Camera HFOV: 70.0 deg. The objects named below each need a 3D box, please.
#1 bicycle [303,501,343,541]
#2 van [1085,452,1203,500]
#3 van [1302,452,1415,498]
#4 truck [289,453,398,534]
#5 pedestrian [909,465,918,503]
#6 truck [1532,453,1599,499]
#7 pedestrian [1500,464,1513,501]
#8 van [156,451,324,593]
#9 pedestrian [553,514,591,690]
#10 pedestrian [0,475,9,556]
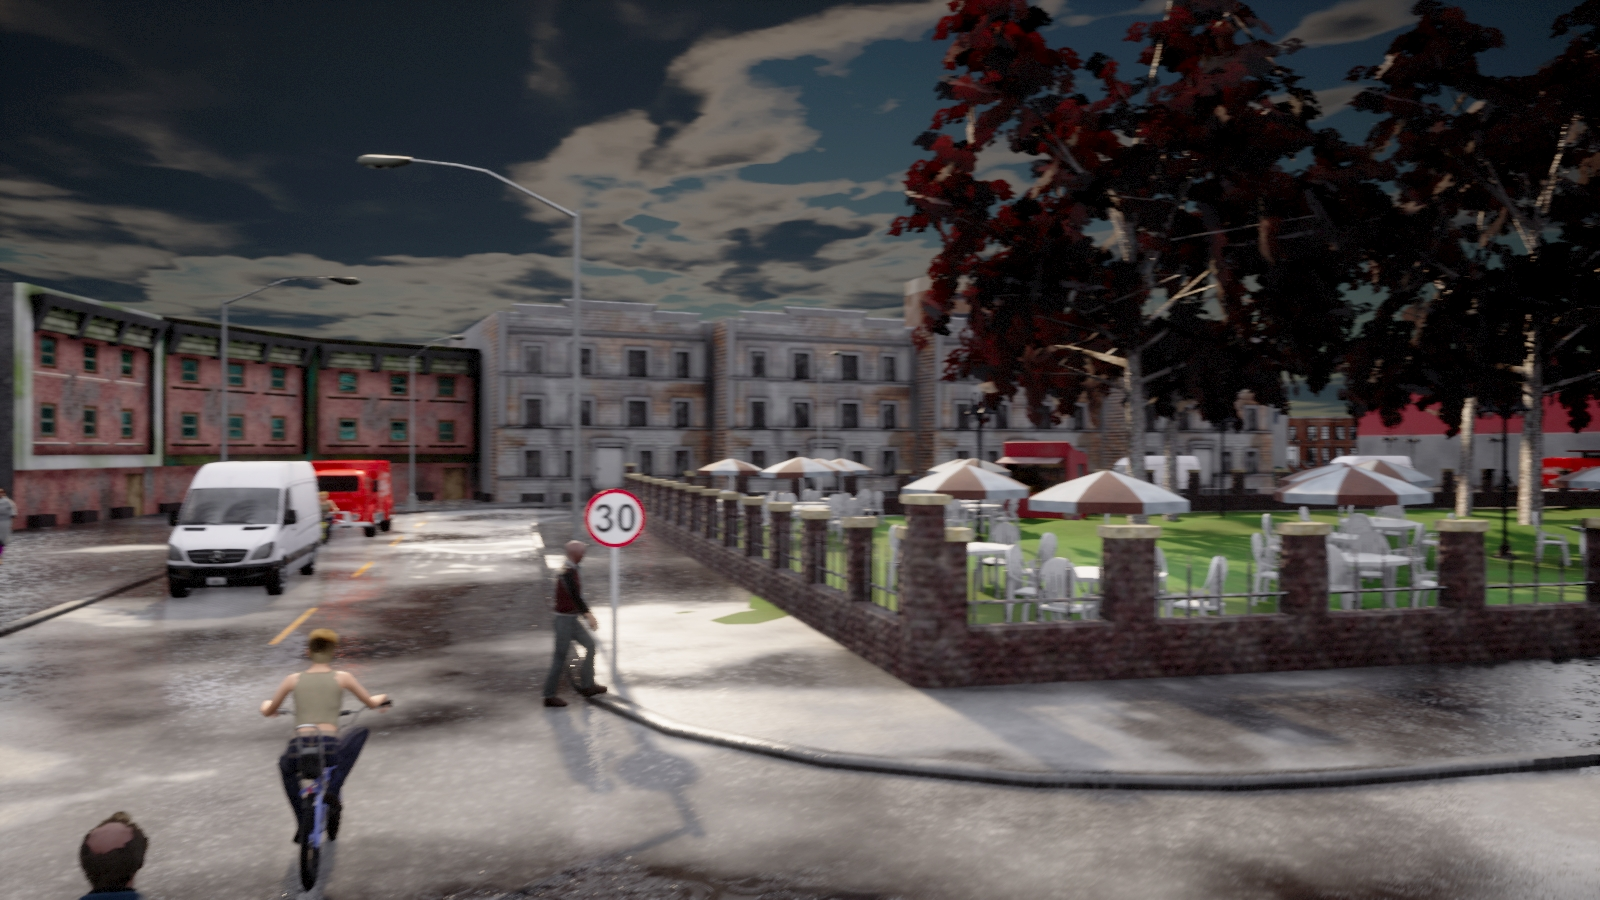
[{"bbox_3d":[-13.771,2.040,33.033,0.859,1.080,1.487,0,0,-14],"label":"bicycle"},{"bbox_3d":[18.597,1.381,61.834,5.915,2.561,1.988,0,0,-14],"label":"van"},{"bbox_3d":[31.865,1.400,65.217,5.915,2.561,1.988,0,0,-14],"label":"van"},{"bbox_3d":[-15.070,1.353,38.068,2.627,2.467,5.204,0,0,-13],"label":"truck"},{"bbox_3d":[5.608,1.674,56.295,0.375,1.860,0.375,0,0,-6],"label":"pedestrian"},{"bbox_3d":[44.453,1.446,64.278,5.204,2.467,2.627,0,0,-14],"label":"truck"},{"bbox_3d":[35.223,1.610,56.983,0.375,1.860,0.375,0,0,-14],"label":"pedestrian"},{"bbox_3d":[-11.472,1.315,23.866,1.988,2.561,5.915,0,0,-14],"label":"van"},{"bbox_3d":[-2.471,1.634,12.410,0.375,1.860,0.375,0,0,-7],"label":"pedestrian"},{"bbox_3d":[-18.659,1.525,26.609,0.375,1.860,0.375,0,0,-33],"label":"pedestrian"}]
